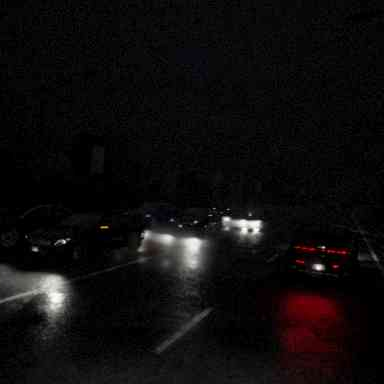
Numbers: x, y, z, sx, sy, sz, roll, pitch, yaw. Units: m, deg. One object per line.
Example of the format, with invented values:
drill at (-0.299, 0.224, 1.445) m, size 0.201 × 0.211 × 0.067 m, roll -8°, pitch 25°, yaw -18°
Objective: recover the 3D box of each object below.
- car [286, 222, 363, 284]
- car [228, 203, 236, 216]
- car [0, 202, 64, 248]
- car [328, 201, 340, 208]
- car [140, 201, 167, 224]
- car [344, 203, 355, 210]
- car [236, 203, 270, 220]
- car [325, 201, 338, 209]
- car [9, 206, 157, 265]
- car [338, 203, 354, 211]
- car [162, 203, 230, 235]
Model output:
car at (4.237, 1.747, 10.653) m, size 1.837 × 1.490 × 4.892 m, roll 3°, pitch -1°, yaw 25°
car at (3.800, 1.799, 35.081) m, size 1.895 × 1.301 × 4.718 m, roll 3°, pitch 0°, yaw 25°
car at (-6.342, 1.146, 12.978) m, size 2.128 × 1.511 × 4.902 m, roll 3°, pitch 0°, yaw 25°
car at (36.683, 3.244, 85.810) m, size 2.097 × 1.767 × 4.553 m, roll 3°, pitch 0°, yaw 30°
car at (-2.396, 1.343, 21.591) m, size 1.882 × 1.535 × 5.008 m, roll 3°, pitch 0°, yaw 25°
car at (39.930, 3.661, 84.480) m, size 2.128 × 1.511 × 4.902 m, roll 3°, pitch 0°, yaw 30°
car at (6.292, 1.822, 32.122) m, size 2.128 × 1.511 × 4.902 m, roll 3°, pitch 0°, yaw 25°
car at (31.748, 3.231, 76.738) m, size 2.033 × 1.411 × 5.357 m, roll 3°, pitch 0°, yaw 28°
car at (-3.309, 1.344, 11.206) m, size 1.812 × 1.442 × 4.674 m, roll 3°, pitch 0°, yaw 25°
car at (35.047, 3.226, 75.476) m, size 2.097 × 1.767 × 4.553 m, roll 3°, pitch 0°, yaw 28°
car at (0.398, 1.543, 19.301) m, size 1.812 × 1.442 × 4.674 m, roll 3°, pitch 0°, yaw 25°
